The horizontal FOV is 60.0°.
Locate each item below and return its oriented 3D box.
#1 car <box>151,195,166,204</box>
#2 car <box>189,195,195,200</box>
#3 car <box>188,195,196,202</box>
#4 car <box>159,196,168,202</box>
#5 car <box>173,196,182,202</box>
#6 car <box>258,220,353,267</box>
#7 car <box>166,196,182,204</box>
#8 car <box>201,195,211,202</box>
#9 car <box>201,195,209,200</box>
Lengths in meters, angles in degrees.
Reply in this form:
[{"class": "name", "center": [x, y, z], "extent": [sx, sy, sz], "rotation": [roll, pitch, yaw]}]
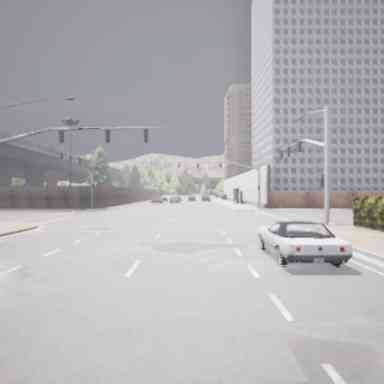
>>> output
[{"class": "car", "center": [-7.016, 1.490, 66.498], "extent": [2.097, 1.767, 4.553], "rotation": [0, 0, 0]}, {"class": "car", "center": [-0.012, 1.515, 91.376], "extent": [1.837, 1.490, 4.892], "rotation": [0, 0, 0]}, {"class": "car", "center": [-0.010, 1.636, 81.154], "extent": [1.882, 1.535, 5.008], "rotation": [0, 0, 0]}, {"class": "car", "center": [-7.010, 1.758, 81.913], "extent": [1.895, 1.301, 4.718], "rotation": [0, 0, 0]}, {"class": "car", "center": [-3.510, 1.716, 81.941], "extent": [1.994, 1.385, 4.181], "rotation": [0, 0, 0]}, {"class": "car", "center": [3.560, 1.625, 11.486], "extent": [1.895, 1.301, 4.718], "rotation": [0, 0, 0]}, {"class": "car", "center": [-3.516, 1.640, 66.472], "extent": [2.128, 1.511, 4.902], "rotation": [0, 0, 0]}, {"class": "car", "center": [3.490, 1.658, 81.153], "extent": [1.837, 1.490, 4.892], "rotation": [0, 0, 0]}, {"class": "car", "center": [3.488, 1.555, 91.376], "extent": [2.033, 1.411, 5.357], "rotation": [0, 0, 0]}]
